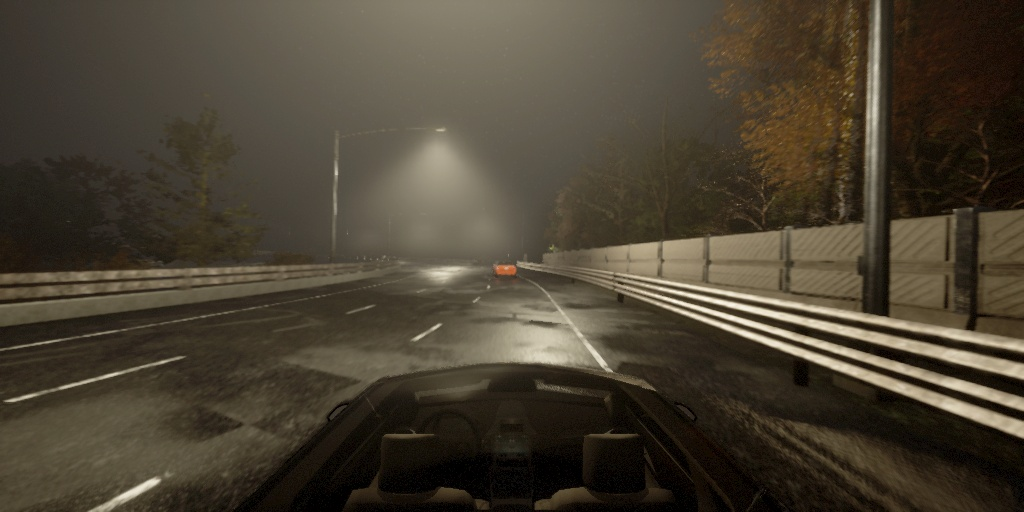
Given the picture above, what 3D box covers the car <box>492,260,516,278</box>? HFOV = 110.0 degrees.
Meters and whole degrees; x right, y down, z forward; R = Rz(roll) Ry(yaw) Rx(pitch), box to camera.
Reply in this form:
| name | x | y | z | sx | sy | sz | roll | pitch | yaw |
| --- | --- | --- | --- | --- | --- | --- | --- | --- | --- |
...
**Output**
| name | x | y | z | sx | sy | sz | roll | pitch | yaw |
| --- | --- | --- | --- | --- | --- | --- | --- | --- | --- |
| car | -0.856 | 1.226 | 36.453 | 2.097 | 1.767 | 4.553 | 1 | 0 | -8 |
